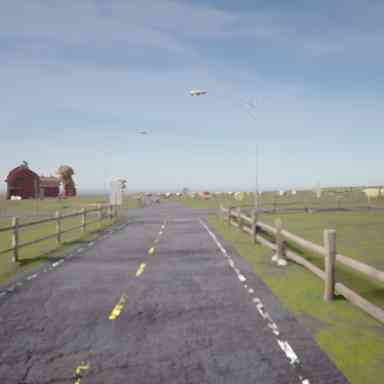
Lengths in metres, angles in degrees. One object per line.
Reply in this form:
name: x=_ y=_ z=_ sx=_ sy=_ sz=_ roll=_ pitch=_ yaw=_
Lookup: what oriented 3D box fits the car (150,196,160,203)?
car: x=-7.686 y=1.583 z=69.230 sx=1.812 sy=1.442 sz=4.674 roll=0 pitch=0 yaw=-8
